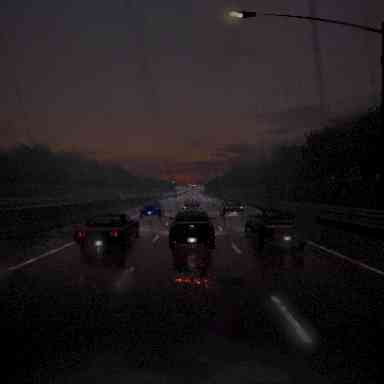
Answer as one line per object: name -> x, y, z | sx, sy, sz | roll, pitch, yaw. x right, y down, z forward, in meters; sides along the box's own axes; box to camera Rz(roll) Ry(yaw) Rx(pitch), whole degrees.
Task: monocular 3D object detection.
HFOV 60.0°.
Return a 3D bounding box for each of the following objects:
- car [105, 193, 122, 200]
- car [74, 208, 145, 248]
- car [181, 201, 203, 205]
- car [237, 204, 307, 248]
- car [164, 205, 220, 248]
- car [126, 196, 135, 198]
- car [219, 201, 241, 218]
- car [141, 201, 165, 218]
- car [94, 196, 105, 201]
car -> -17.500, 1.222, 75.908 | 2.150, 2.045, 5.566 | 0, 0, 0
car -> -3.500, 1.616, 14.683 | 1.895, 1.301, 4.718 | 0, 0, 0
car -> 0.000, 1.499, 29.655 | 2.128, 1.511, 4.902 | 0, 0, 0
car -> 3.500, 1.495, 14.652 | 2.128, 1.511, 4.902 | 0, 0, 0
car -> 0.000, 1.516, 14.653 | 1.837, 1.490, 4.892 | 0, 0, 0
car -> -14.000, 1.549, 75.938 | 1.994, 1.385, 4.181 | 0, 0, 0
car -> 3.500, 1.499, 29.655 | 2.128, 1.511, 4.902 | 0, 0, 0
car -> -3.500, 1.537, 29.655 | 1.812, 1.442, 4.674 | 0, 0, 0
car -> -21.000, 1.549, 75.938 | 1.994, 1.385, 4.181 | 0, 0, 0
